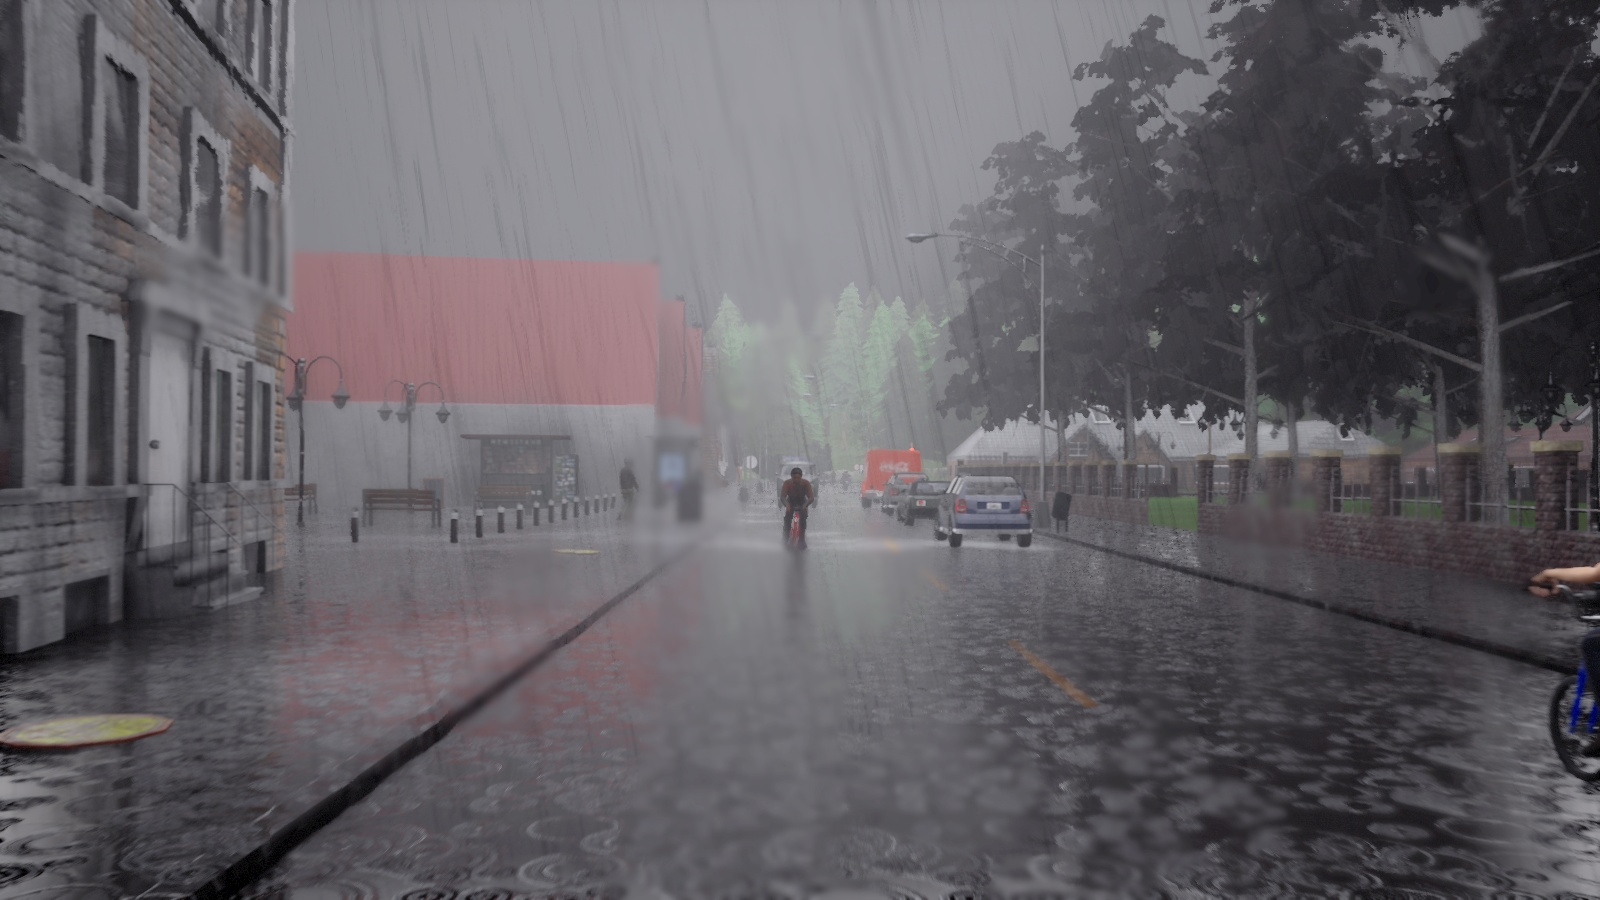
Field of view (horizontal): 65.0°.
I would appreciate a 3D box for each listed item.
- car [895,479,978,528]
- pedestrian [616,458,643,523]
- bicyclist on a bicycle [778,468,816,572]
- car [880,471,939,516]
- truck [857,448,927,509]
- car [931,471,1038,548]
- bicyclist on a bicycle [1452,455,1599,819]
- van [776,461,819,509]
[{"bbox_3d":[3.929,1.517,36.913,1.895,1.301,4.718,0,-1,0],"label":"car"},{"bbox_3d":[-4.865,1.144,35.830,0.431,1.840,0.703,-1,-1,28],"label":"pedestrian"},{"bbox_3d":[-0.049,1.111,20.512,0.582,1.620,1.656,0,-1,0],"label":"bicyclist on a bicycle"},{"bbox_3d":[3.921,1.538,45.437,1.789,1.549,3.705,0,-1,0],"label":"car"},{"bbox_3d":[3.910,1.220,54.203,2.627,2.467,5.204,0,-1,0],"label":"truck"},{"bbox_3d":[3.938,1.235,27.353,1.789,1.549,3.705,0,-1,0],"label":"car"},{"bbox_3d":[3.980,0.837,6.061,0.866,1.612,1.509,0,-1,0],"label":"bicyclist on a bicycle"},{"bbox_3d":[-0.090,1.475,54.178,1.775,1.987,4.442,0,-1,0],"label":"van"}]
